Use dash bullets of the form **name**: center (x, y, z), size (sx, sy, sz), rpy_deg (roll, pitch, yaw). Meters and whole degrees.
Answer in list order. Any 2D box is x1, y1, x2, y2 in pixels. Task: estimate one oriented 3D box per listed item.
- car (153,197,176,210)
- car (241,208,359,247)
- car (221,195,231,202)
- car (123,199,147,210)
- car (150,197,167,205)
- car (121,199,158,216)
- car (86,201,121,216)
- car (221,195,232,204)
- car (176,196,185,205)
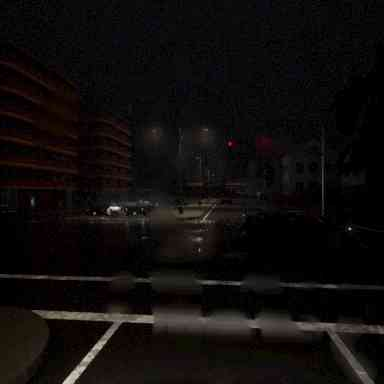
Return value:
- **car**: center (-3.860, 1.490, 42.301), size (2.128, 1.511, 4.902), rpy_deg (0, 0, 6)
- **car**: center (4.673, 1.491, 14.807), size (4.902, 1.511, 2.128), rpy_deg (0, 0, 18)
- **car**: center (7.730, 1.523, 75.654), size (2.128, 1.511, 4.902), rpy_deg (0, 0, 6)
- **car**: center (-7.310, 1.599, 42.989), size (1.895, 1.301, 4.718), rpy_deg (0, 0, 6)
- **car**: center (-5.762, 1.564, 57.756), size (1.994, 1.385, 4.181), rpy_deg (0, 0, 7)
- **car**: center (-4.929, 1.601, 31.983), size (1.895, 1.301, 4.718), rpy_deg (0, 0, 6)
- **car**: center (-8.414, 1.548, 32.346), size (2.033, 1.411, 5.357), rpy_deg (0, 0, 6)
- **car**: center (6.514, 1.505, 62.966), size (1.837, 1.490, 4.892), rpy_deg (0, 0, 6)
- **car**: center (-2.323, 1.505, 57.080), size (1.837, 1.490, 4.892), rpy_deg (0, 0, 6)
